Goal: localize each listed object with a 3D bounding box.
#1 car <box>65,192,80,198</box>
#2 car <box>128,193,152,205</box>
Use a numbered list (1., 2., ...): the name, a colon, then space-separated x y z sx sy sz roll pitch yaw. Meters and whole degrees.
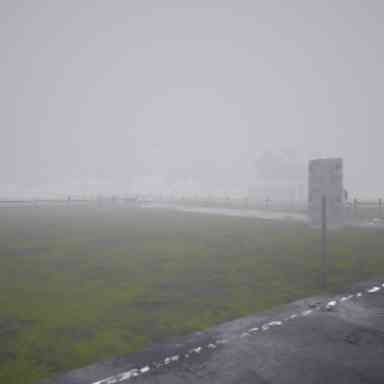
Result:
1. car: -29.964 0.823 84.940 2.128 1.511 4.902 0 0 -35
2. car: -7.613 0.989 48.411 2.097 1.767 4.553 0 1 -35
